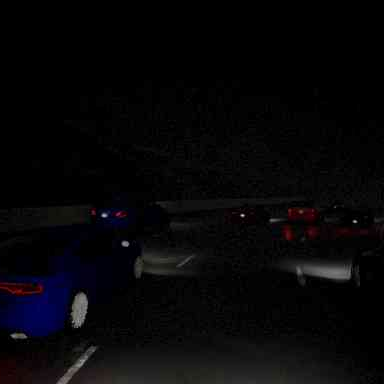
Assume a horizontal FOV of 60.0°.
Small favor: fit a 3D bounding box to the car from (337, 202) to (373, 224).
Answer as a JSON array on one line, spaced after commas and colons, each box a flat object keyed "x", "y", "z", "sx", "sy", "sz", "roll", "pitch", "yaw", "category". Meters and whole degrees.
[{"x": 12.028, "y": 1.682, "z": 24.109, "sx": 1.895, "sy": 1.301, "sz": 4.718, "roll": 0, "pitch": 0, "yaw": 31, "category": "car"}]

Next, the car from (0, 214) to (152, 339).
[{"x": -2.493, "y": 1.463, "z": 6.824, "sx": 1.882, "sy": 1.535, "sz": 5.008, "roll": 0, "pitch": 0, "yaw": 9, "category": "car"}]

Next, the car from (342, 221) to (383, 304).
[{"x": 4.390, "y": 1.534, "z": 5.880, "sx": 1.837, "sy": 1.490, "sz": 4.892, "roll": 0, "pitch": 0, "yaw": 9, "category": "car"}]

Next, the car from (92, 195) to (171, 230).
[{"x": -3.138, "y": 1.205, "z": 18.182, "sx": 2.150, "sy": 2.045, "sz": 5.566, "roll": 0, "pitch": 0, "yaw": 22, "category": "car"}]

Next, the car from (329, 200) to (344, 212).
[{"x": 17.371, "y": 1.682, "z": 39.671, "sx": 1.994, "sy": 1.385, "sz": 4.181, "roll": 0, "pitch": 0, "yaw": 31, "category": "car"}]

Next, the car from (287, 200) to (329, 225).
[{"x": 8.667, "y": 1.412, "z": 25.116, "sx": 2.097, "sy": 1.767, "sz": 4.553, "roll": 0, "pitch": 0, "yaw": 30, "category": "car"}]

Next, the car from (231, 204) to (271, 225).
[{"x": 4.482, "y": 1.597, "z": 24.837, "sx": 1.994, "sy": 1.385, "sz": 4.181, "roll": 0, "pitch": 0, "yaw": 29, "category": "car"}]
